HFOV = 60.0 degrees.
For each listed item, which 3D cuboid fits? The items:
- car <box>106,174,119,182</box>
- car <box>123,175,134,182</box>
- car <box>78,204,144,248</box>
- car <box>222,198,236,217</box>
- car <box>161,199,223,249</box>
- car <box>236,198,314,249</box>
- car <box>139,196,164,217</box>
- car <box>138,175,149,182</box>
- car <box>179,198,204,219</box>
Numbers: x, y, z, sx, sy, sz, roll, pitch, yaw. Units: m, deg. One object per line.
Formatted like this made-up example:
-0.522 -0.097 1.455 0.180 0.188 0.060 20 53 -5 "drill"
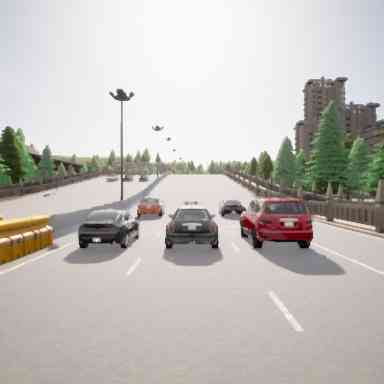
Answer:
-17.825 -3.212 74.658 1.882 1.535 5.008 0 7 0 "car"
-14.325 -3.091 74.661 1.895 1.301 4.718 0 7 0 "car"
-3.500 1.513 14.653 1.837 1.490 4.892 0 0 0 "car"
3.424 1.311 29.692 1.837 1.490 4.892 0 2 0 "car"
0.000 1.363 14.625 2.097 1.767 4.553 0 0 0 "car"
3.500 1.255 14.686 2.150 2.045 5.566 0 0 0 "car"
-3.576 1.162 29.618 2.097 1.767 4.553 0 2 0 "car"
-10.825 -3.091 74.680 1.895 1.301 4.718 0 7 0 "car"
-0.076 1.357 29.673 2.033 1.411 5.357 0 2 0 "car"
